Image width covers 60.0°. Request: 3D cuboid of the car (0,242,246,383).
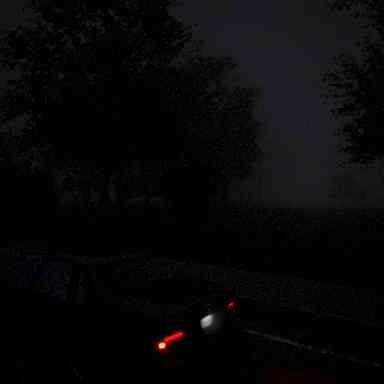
[{"bbox_3d":[-1.862,1.546,5.322,5.357,1.411,2.033,0,0,35],"label":"car"}]
